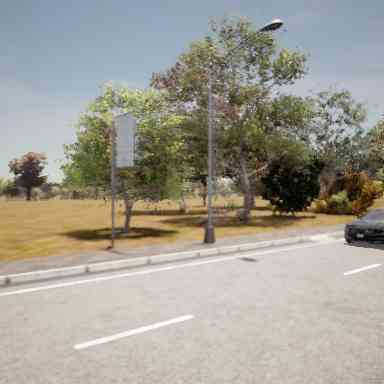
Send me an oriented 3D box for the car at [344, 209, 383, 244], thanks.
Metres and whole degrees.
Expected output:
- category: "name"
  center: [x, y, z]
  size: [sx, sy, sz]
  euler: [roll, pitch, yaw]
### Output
- category: "car"
  center: [8.748, 1.488, 14.859]
  size: [5.008, 1.535, 1.882]
  euler: [0, 0, -37]
